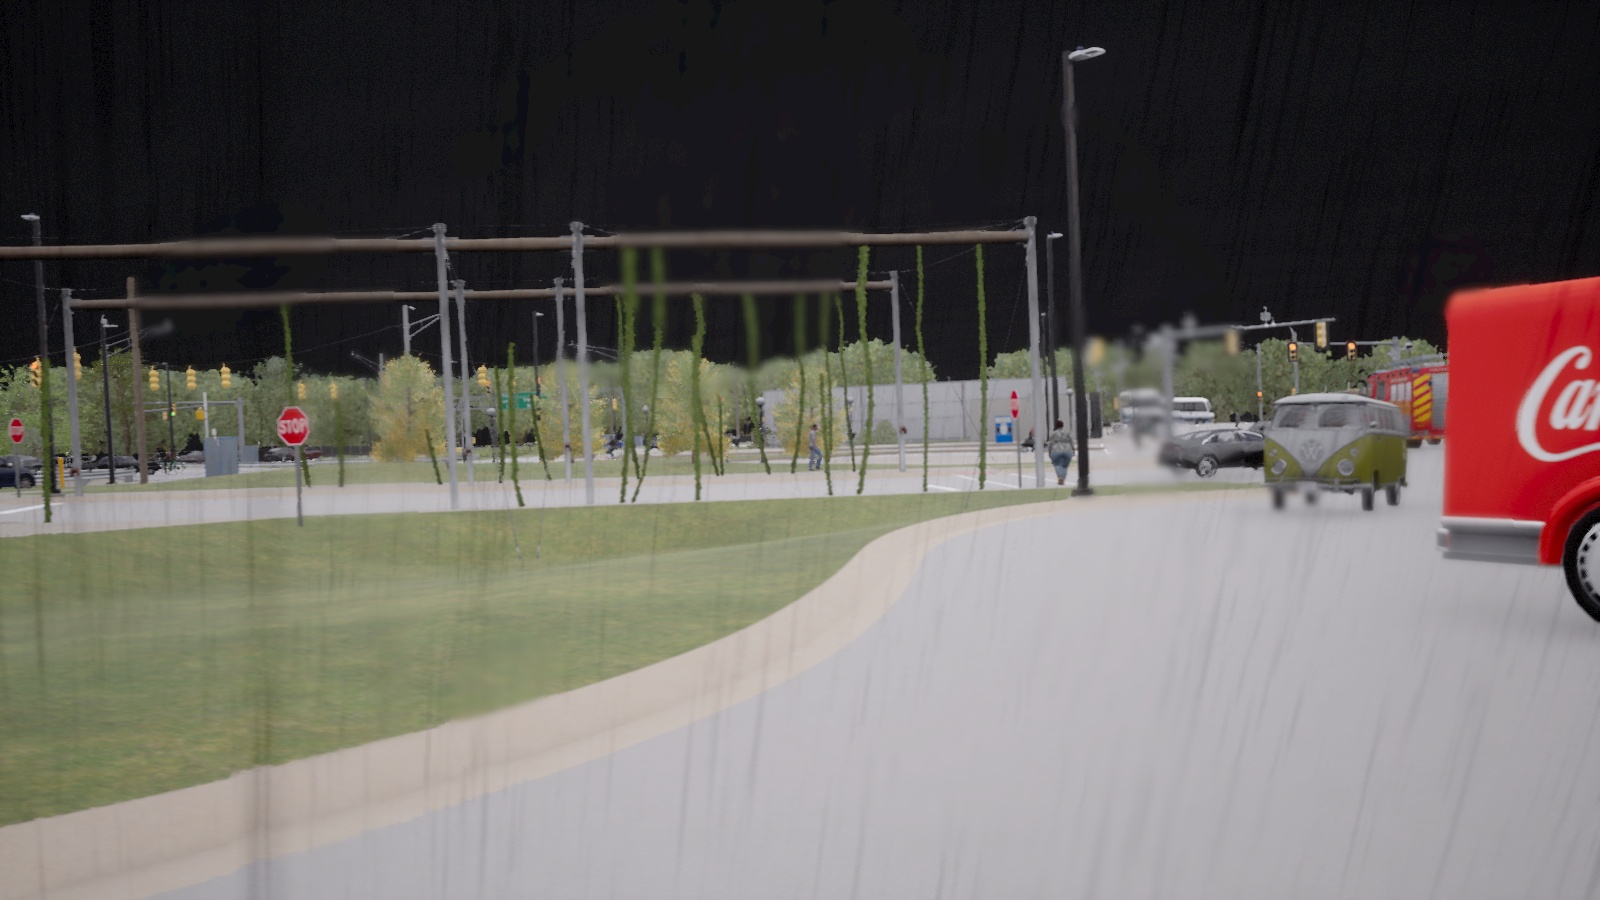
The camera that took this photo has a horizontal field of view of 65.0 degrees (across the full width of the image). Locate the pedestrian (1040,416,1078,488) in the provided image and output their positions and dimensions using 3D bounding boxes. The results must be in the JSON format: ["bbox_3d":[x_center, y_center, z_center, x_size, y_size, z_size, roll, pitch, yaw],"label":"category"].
[{"bbox_3d":[6.965,0.043,33.774,0.874,1.855,0.900,-3,2,8],"label":"pedestrian"}]

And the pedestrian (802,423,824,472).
[{"bbox_3d":[0.492,-0.094,48.491,0.706,1.836,0.354,-3,2,-13],"label":"pedestrian"}]

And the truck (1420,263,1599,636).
[{"bbox_3d":[7.129,-0.071,7.792,2.627,2.467,5.204,-3,1,-32],"label":"truck"}]

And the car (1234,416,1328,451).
[{"bbox_3d":[22.326,-0.730,58.533,2.163,1.488,4.792,-2,0,-5],"label":"car"}]

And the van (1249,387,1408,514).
[{"bbox_3d":[9.396,0.029,22.121,1.775,1.987,4.442,-1,-1,34],"label":"van"}]

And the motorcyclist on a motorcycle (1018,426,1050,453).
[{"bbox_3d":[13.909,-0.630,74.750,1.817,1.590,0.866,-1,2,7],"label":"motorcyclist on a motorcycle"}]

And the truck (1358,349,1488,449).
[{"bbox_3d":[26.748,-2.075,54.358,2.891,3.827,8.468,-2,0,12],"label":"truck"}]

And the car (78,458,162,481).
[{"bbox_3d":[-43.931,1.251,81.155,4.718,1.301,1.895,-2,1,15],"label":"car"}]

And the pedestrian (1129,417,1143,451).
[{"bbox_3d":[19.548,-0.932,73.013,0.659,1.952,0.873,-3,2,10],"label":"pedestrian"}]

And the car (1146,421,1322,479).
[{"bbox_3d":[13.970,-0.018,40.496,4.902,1.511,2.128,-4,2,-12],"label":"car"}]

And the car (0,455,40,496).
[{"bbox_3d":[-32.495,1.057,49.674,1.851,1.617,3.988,-2,0,12],"label":"car"}]
